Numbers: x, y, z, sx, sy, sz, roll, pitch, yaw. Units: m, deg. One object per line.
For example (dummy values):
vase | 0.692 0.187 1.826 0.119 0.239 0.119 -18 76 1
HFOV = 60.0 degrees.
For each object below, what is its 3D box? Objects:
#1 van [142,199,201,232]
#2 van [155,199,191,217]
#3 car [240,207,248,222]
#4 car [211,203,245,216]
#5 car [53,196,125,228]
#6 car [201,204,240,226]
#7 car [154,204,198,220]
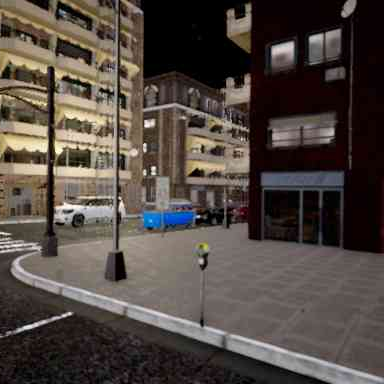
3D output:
van | -1.408 1.537 21.366 1.690 1.788 3.998 0 -1 35
van | -1.973 1.630 35.289 1.690 1.788 3.998 0 -1 35
car | 4.862 1.988 30.496 1.802 1.307 4.206 0 -1 35
car | 4.350 2.066 39.687 1.895 1.301 4.718 1 -1 36
car | -7.187 1.303 23.469 2.150 2.045 5.566 1 -1 34
car | 1.658 1.866 25.979 1.947 1.339 4.313 0 -1 35
car | -1.453 1.836 31.520 1.994 1.385 4.181 1 -1 35
